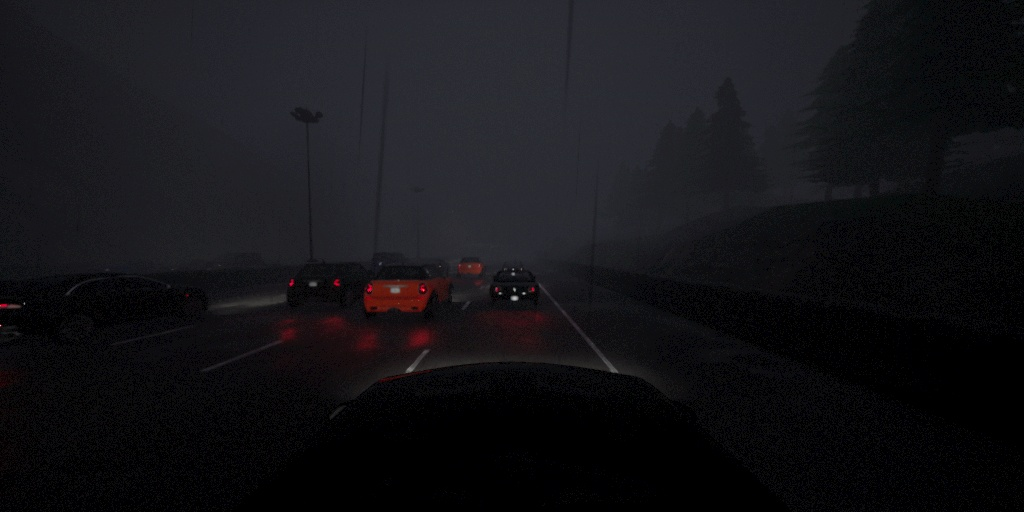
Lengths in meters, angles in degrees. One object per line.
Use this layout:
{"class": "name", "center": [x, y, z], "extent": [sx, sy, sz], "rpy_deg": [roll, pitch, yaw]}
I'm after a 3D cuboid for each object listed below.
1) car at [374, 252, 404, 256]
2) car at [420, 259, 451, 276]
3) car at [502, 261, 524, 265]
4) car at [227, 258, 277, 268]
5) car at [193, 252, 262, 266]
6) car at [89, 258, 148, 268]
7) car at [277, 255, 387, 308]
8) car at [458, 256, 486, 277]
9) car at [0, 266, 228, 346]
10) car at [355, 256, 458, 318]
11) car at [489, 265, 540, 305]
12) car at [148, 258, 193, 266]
{"class": "car", "center": [-10.404, 0.701, 31.099], "extent": [2.150, 2.045, 5.566], "rpy_deg": [0, 0, 0]}
{"class": "car", "center": [-6.905, 0.990, 32.743], "extent": [1.812, 1.442, 4.674], "rpy_deg": [0, 1, 0]}
{"class": "car", "center": [0.096, 1.084, 30.704], "extent": [1.895, 1.301, 4.718], "rpy_deg": [0, 1, 0]}
{"class": "car", "center": [-21.102, 1.087, 30.299], "extent": [1.895, 1.301, 4.718], "rpy_deg": [0, 1, 0]}
{"class": "car", "center": [-24.600, 0.694, 31.843], "extent": [2.150, 2.045, 5.566], "rpy_deg": [0, 0, 0]}
{"class": "car", "center": [-31.598, 0.971, 29.518], "extent": [1.882, 1.535, 5.008], "rpy_deg": [0, 1, 0]}
{"class": "car", "center": [-6.902, 0.984, 14.562], "extent": [2.097, 1.767, 4.553], "rpy_deg": [0, 1, 0]}
{"class": "car", "center": [-3.404, 0.834, 30.867], "extent": [2.097, 1.767, 4.553], "rpy_deg": [0, 1, 0]}
{"class": "car", "center": [-10.402, 1.172, 9.218], "extent": [2.128, 1.511, 4.902], "rpy_deg": [0, 1, 0]}
{"class": "car", "center": [-3.401, 1.002, 12.595], "extent": [2.097, 1.767, 4.553], "rpy_deg": [0, 0, 0]}
{"class": "car", "center": [0.100, 1.227, 15.232], "extent": [1.895, 1.301, 4.718], "rpy_deg": [0, 1, 0]}
{"class": "car", "center": [-28.098, 0.954, 31.305], "extent": [1.882, 1.535, 5.008], "rpy_deg": [0, 1, 0]}
